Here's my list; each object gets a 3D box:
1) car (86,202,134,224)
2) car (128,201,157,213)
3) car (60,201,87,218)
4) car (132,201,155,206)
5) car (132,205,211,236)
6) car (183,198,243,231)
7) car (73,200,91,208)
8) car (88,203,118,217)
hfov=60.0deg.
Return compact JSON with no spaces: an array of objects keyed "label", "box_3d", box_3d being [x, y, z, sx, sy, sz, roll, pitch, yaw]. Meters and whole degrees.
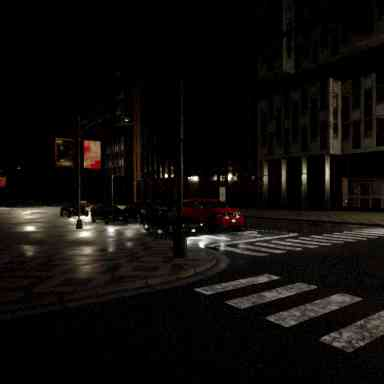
[{"label":"car","box_3d":[-7.154,1.855,28.581,1.882,1.535,5.008,0,-1,-36]},{"label":"car","box_3d":[-6.817,1.985,45.194,1.882,1.535,5.008,0,-1,-36]},{"label":"car","box_3d":[-13.067,1.867,36.851,2.097,1.767,4.553,0,-1,-36]},{"label":"car","box_3d":[-4.635,1.716,30.653,2.097,1.767,4.553,0,-1,-36]},{"label":"car","box_3d":[-1.461,1.793,20.632,2.033,1.411,5.357,0,-1,-36]},{"label":"car","box_3d":[1.023,1.455,22.790,2.150,2.045,5.566,0,-1,-34]},{"label":"car","box_3d":[-22.027,2.406,66.420,2.033,1.411,5.357,0,-1,-36]},{"label":"car","box_3d":[-10.421,2.024,38.736,1.812,1.442,4.674,0,-1,-35]}]
